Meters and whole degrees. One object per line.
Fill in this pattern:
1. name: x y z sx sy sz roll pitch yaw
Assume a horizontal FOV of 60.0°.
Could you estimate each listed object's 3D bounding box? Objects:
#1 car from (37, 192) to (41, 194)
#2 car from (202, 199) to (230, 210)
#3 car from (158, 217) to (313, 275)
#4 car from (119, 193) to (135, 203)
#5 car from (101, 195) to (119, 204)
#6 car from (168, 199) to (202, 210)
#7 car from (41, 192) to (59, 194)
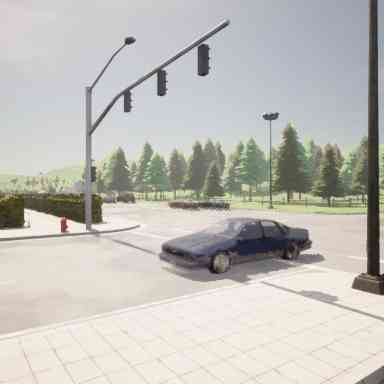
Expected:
1. car: -29.798 1.058 65.852 2.150 2.045 5.566 0 0 -35
2. car: 2.774 1.601 43.304 1.895 1.301 4.718 0 0 -34
3. car: 1.630 1.547 10.676 5.357 1.411 2.033 0 0 -35
4. car: -13.401 1.223 66.897 2.150 2.045 5.566 0 0 -35
5. car: -16.603 1.564 65.384 1.994 1.385 4.181 0 0 -35
6. car: -1.187 1.601 42.948 1.895 1.301 4.718 0 0 -34
7. car: -24.127 1.221 57.611 2.150 2.045 5.566 0 0 -35
